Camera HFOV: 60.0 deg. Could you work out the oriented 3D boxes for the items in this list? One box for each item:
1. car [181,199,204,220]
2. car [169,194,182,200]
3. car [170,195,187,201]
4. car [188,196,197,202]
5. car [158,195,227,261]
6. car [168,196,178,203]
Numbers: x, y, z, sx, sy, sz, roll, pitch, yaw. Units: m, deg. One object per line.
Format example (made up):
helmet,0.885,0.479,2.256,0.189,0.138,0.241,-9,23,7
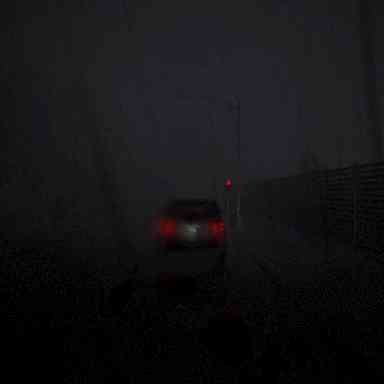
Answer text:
car,0.051,1.498,29.692,1.882,1.535,5.008,0,0,1
car,-4.404,1.198,85.554,2.128,1.511,4.902,0,0,-18
car,-3.797,1.580,91.845,4.674,1.442,1.812,0,0,40
car,-0.022,1.643,82.374,1.895,1.301,4.718,0,0,-4
car,0.032,1.232,12.383,2.150,2.045,5.566,0,0,0
car,-4.006,1.547,69.796,1.837,1.490,4.892,0,0,0
